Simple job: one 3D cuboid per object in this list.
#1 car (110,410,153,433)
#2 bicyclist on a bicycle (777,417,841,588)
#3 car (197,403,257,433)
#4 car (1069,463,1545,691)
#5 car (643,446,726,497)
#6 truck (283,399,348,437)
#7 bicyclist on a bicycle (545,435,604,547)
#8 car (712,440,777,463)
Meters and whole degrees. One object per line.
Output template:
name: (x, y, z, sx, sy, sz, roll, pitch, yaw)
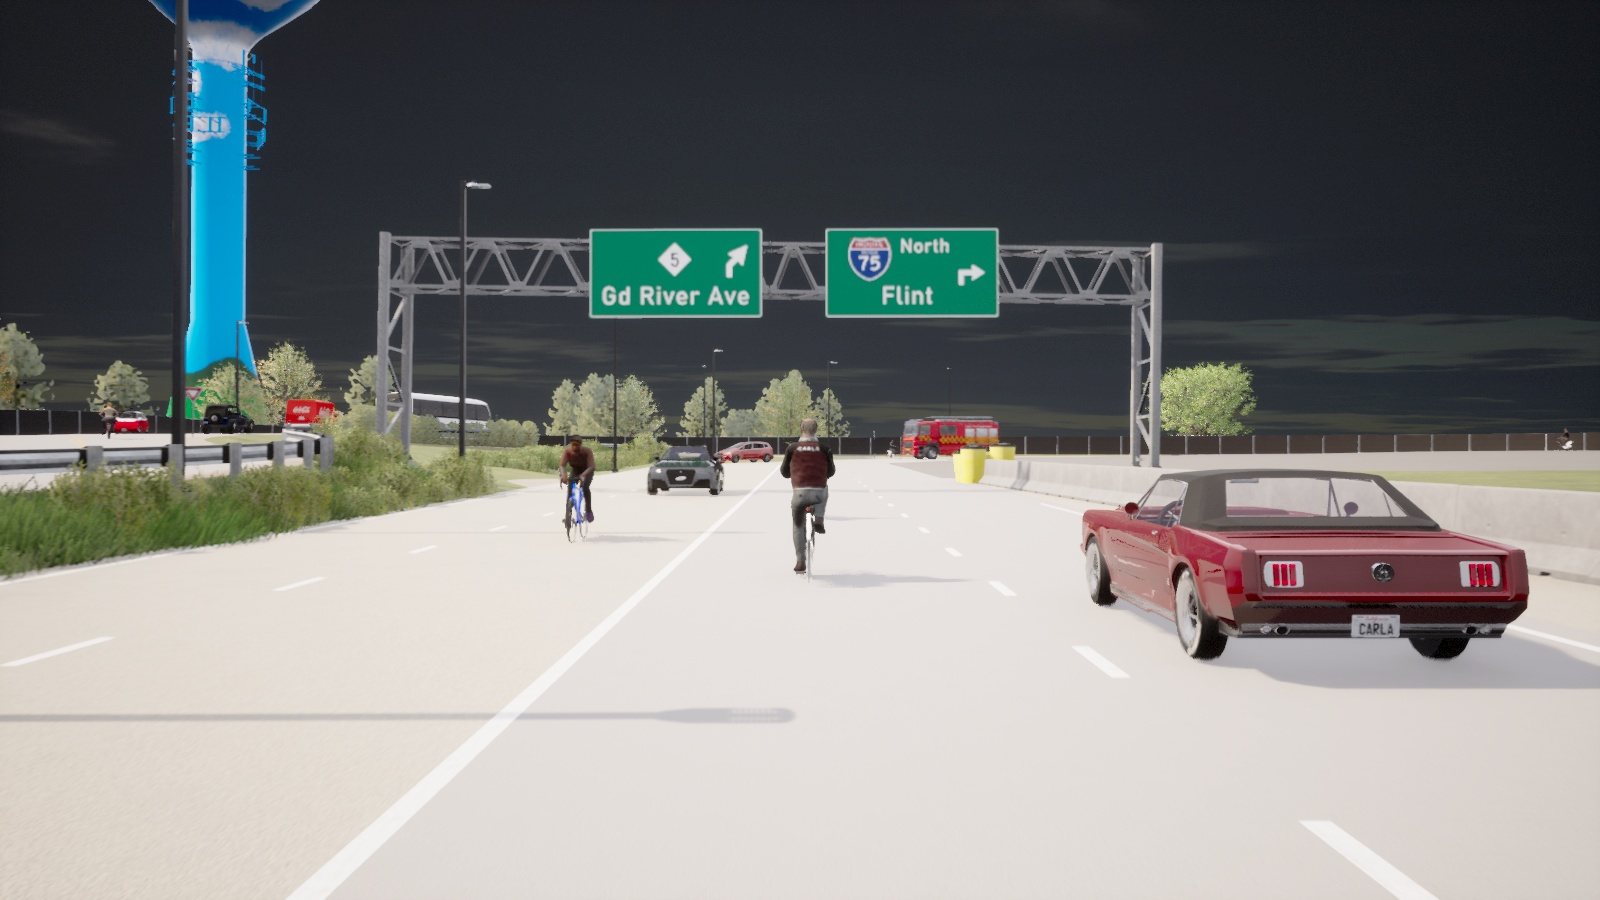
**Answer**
car: (-39.577, -1.668, 74.385, 1.481, 1.376, 2.207, 0, 1, -3)
bicyclist on a bicycle: (0.096, 0.539, 13.940, 0.659, 1.776, 1.843, 0, 1, 0)
car: (-36.205, -2.012, 79.458, 1.905, 1.878, 3.866, 0, 1, 1)
car: (3.573, 0.794, 9.965, 1.895, 1.301, 4.718, 0, 0, 0)
car: (-3.274, 0.585, 36.383, 1.994, 1.385, 4.181, 0, 0, 0)
truck: (-35.595, -2.328, 92.380, 2.627, 2.467, 5.204, 0, -2, 1)
bicyclist on a bicycle: (-3.375, 0.584, 18.922, 0.582, 1.620, 1.656, 0, 1, 0)
car: (-4.351, 0.113, 98.646, 4.611, 1.667, 2.242, -1, 0, -35)
